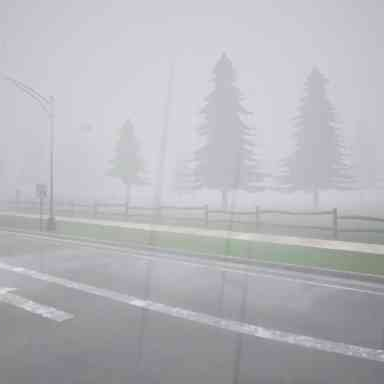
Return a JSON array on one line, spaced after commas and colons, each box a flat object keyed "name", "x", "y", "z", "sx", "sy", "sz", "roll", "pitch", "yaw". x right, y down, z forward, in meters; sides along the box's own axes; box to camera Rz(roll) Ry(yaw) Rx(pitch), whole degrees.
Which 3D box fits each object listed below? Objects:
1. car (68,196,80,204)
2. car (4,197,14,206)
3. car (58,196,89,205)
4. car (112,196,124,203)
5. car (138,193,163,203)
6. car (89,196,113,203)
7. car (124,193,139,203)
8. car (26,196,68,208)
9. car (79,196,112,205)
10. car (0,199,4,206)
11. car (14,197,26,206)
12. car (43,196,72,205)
[{"name": "car", "x": -18.621, "y": 1.526, "z": 57.693, "sx": 1.812, "sy": 1.442, "sz": 4.674, "roll": 0, "pitch": 0, "yaw": 35}, {"name": "car", "x": -26.501, "y": 1.526, "z": 52.590, "sx": 1.812, "sy": 1.442, "sz": 4.674, "roll": 0, "pitch": 0, "yaw": 35}, {"name": "car", "x": -21.263, "y": 1.491, "z": 60.010, "sx": 2.128, "sy": 1.511, "sz": 4.902, "roll": 0, "pitch": 0, "yaw": 35}, {"name": "car", "x": -15.469, "y": 1.552, "z": 68.126, "sx": 1.994, "sy": 1.385, "sz": 4.181, "roll": 0, "pitch": 0, "yaw": 35}, {"name": "car", "x": -7.884, "y": 1.352, "z": 66.797, "sx": 2.097, "sy": 1.767, "sz": 4.553, "roll": 0, "pitch": 0, "yaw": 36}, {"name": "car", "x": -18.880, "y": 1.595, "z": 69.358, "sx": 1.895, "sy": 1.301, "sz": 4.718, "roll": 0, "pitch": 0, "yaw": 35}, {"name": "car", "x": -10.791, "y": 1.223, "z": 68.698, "sx": 2.150, "sy": 2.045, "sz": 5.566, "roll": 0, "pitch": 0, "yaw": 35}, {"name": "car", "x": -20.963, "y": 1.352, "z": 48.305, "sx": 2.097, "sy": 1.767, "sz": 4.553, "roll": 0, "pitch": 0, "yaw": 35}, {"name": "car", "x": -15.988, "y": 1.564, "z": 55.379, "sx": 1.994, "sy": 1.385, "sz": 4.181, "roll": 0, "pitch": 0, "yaw": 35}, {"name": "car", "x": -29.691, "y": 1.564, "z": 54.141, "sx": 1.994, "sy": 1.385, "sz": 4.181, "roll": 0, "pitch": 0, "yaw": 34}, {"name": "car", "x": -23.753, "y": 1.601, "z": 50.415, "sx": 1.895, "sy": 1.301, "sz": 4.718, "roll": 0, "pitch": 0, "yaw": 35}, {"name": "car", "x": -24.664, "y": 1.526, "z": 61.222, "sx": 1.812, "sy": 1.442, "sz": 4.674, "roll": 0, "pitch": 0, "yaw": 35}]
